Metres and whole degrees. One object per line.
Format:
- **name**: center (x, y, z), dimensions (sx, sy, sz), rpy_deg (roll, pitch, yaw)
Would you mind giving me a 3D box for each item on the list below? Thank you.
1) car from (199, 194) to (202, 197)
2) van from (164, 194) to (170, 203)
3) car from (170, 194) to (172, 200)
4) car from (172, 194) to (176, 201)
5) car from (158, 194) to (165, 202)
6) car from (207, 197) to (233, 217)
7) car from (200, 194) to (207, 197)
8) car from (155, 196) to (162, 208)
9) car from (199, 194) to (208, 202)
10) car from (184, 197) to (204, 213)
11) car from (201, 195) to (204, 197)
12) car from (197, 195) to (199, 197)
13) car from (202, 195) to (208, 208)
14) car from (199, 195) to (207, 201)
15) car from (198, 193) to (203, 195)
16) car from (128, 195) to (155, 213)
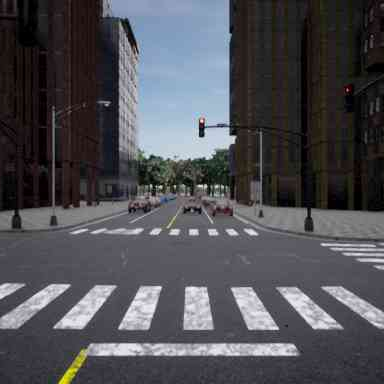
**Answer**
- **car**: center (2.746, 1.520, 64.423), dimensions (1.752, 1.417, 4.829), rpy_deg (0, 0, 0)
- **van**: center (-5.780, 1.335, 64.251), dimensions (1.690, 1.788, 3.998), rpy_deg (0, 0, 0)
- **car**: center (-5.781, 1.546, 69.688), dimensions (2.008, 1.369, 4.403), rpy_deg (0, 0, 0)
- **car**: center (-5.785, 1.566, 86.001), dimensions (1.947, 1.339, 4.313), rpy_deg (0, 0, 0)
- **car**: center (-5.776, 1.518, 53.206), dimensions (1.752, 1.417, 4.829), rpy_deg (0, 0, 0)
- **car**: center (2.754, 1.433, 31.627), dimensions (1.967, 1.590, 4.097), rpy_deg (0, 0, 0)
- **car**: center (2.747, 1.538, 58.815), dimensions (1.887, 1.381, 4.507), rpy_deg (0, 0, 0)
- **car**: center (-5.775, 1.574, 47.938), dimensions (1.802, 1.307, 4.206), rpy_deg (0, 0, 0)
- **car**: center (2.741, 1.313, 80.565), dimensions (2.192, 1.841, 5.009), rpy_deg (0, 0, 0)
- **car**: center (0.061, 1.593, 36.898), dimensions (1.895, 1.301, 4.718), rpy_deg (0, 0, 0)
- **car**: center (2.749, 1.538, 53.378), dimensions (1.887, 1.381, 4.507), rpy_deg (0, 0, 0)
- **car**: center (0.085, 1.595, 65.566), dimensions (1.895, 1.301, 4.718), rpy_deg (0, 0, 0)
- **car**: center (2.750, 1.543, 47.940), dimensions (2.008, 1.369, 4.403), rpy_deg (0, 0, 0)
- **car**: center (2.740, 1.551, 86.003), dimensions (2.008, 1.369, 4.403), rpy_deg (0, 0, 0)
- **car**: center (2.743, 1.522, 75.298), dimensions (1.752, 1.417, 4.829), rpy_deg (0, 0, 0)
- **car**: center (-5.773, 1.308, 37.063), dimensions (2.192, 1.841, 5.009), rpy_deg (0, 0, 0)
